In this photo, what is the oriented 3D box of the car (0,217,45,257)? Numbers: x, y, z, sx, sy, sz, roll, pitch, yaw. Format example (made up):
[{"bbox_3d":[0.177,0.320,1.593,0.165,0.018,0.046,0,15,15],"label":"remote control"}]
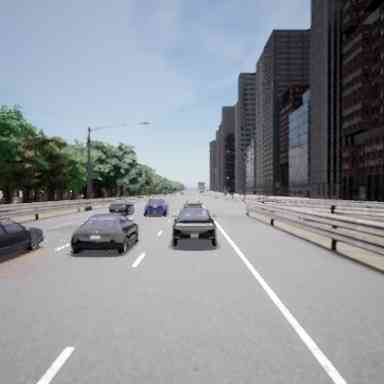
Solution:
[{"bbox_3d":[-6.897,1.544,11.048,2.033,1.411,5.357,0,0,0],"label":"car"}]

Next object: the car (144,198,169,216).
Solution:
[{"bbox_3d":[-3.394,1.349,32.784,2.097,1.767,4.553,0,0,0],"label":"car"}]

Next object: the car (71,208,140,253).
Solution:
[{"bbox_3d":[-3.396,1.560,13.686,1.994,1.385,4.181,0,0,0],"label":"car"}]

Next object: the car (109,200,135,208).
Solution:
[{"bbox_3d":[-6.895,1.488,33.000,2.128,1.511,4.902,0,0,0],"label":"car"}]

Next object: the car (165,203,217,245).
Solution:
[{"bbox_3d":[0.102,1.487,15.363,2.128,1.511,4.902,0,0,0],"label":"car"}]

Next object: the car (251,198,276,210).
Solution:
[{"bbox_3d":[9.284,1.527,42.968,2.128,1.511,4.902,0,0,-13],"label":"car"}]

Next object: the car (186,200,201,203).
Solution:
[{"bbox_3d":[0.104,1.488,32.990,2.128,1.511,4.902,0,0,0],"label":"car"}]
